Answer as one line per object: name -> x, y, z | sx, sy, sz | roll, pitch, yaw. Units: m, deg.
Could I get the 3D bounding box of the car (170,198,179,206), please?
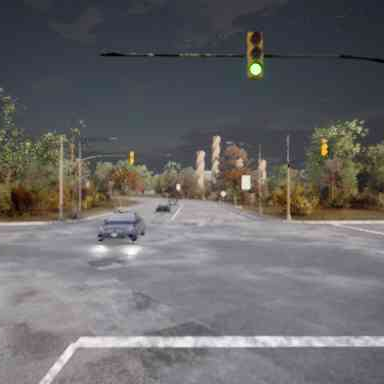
car -> -3.853, 2.072, 69.336 | 2.128, 1.511, 4.902 | 0, 0, -1

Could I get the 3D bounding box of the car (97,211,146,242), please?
car -> -3.575, 1.745, 17.594 | 1.812, 1.442, 4.674 | 0, -1, 0

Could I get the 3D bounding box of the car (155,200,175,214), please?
car -> -3.691, 2.110, 43.542 | 1.895, 1.301, 4.718 | 0, 0, 0
